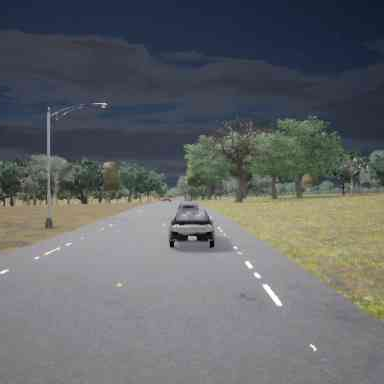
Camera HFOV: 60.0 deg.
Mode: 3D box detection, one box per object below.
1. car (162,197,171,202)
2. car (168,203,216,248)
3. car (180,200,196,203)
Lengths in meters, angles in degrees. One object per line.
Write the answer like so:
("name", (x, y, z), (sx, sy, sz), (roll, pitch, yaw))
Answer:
("car", (-5.829, 1.741, 76.618), (1.895, 1.301, 4.718), (0, -1, -2))
("car", (-0.016, 1.480, 14.667), (2.128, 1.511, 4.902), (0, 0, 0))
("car", (-0.360, 1.454, 29.719), (1.837, 1.490, 4.892), (0, 0, -2))
